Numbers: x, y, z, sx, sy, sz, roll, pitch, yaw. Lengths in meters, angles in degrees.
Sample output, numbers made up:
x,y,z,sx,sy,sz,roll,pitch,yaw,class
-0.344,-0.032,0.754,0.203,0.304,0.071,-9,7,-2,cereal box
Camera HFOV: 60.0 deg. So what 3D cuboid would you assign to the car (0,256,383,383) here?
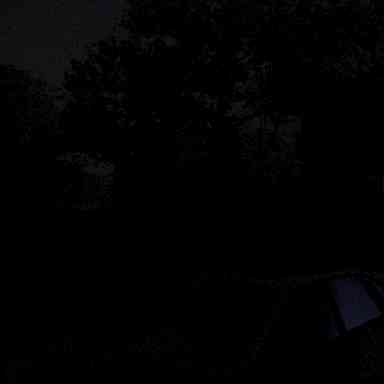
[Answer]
x,y,z,sx,sy,sz,roll,pitch,yaw,class
0.859,1.532,3.747,5.357,1.411,2.033,0,0,-36,car
